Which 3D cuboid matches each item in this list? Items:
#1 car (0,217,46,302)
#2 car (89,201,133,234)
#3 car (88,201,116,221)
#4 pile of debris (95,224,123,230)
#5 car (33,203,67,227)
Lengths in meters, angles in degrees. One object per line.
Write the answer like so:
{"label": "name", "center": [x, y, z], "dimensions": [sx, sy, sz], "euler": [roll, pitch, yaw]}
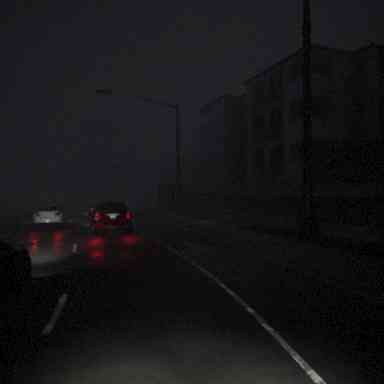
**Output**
{"label": "car", "center": [-4.385, 1.489, 6.043], "dimensions": [2.128, 1.511, 4.902], "euler": [0, 0, -13]}
{"label": "car", "center": [-4.706, 1.279, 19.124], "dimensions": [2.097, 1.767, 4.553], "euler": [0, 0, -18]}
{"label": "car", "center": [-7.560, 1.499, 27.643], "dimensions": [1.895, 1.301, 4.718], "euler": [-1, 0, -19]}
{"label": "pile of debris", "center": [-5.030, 2.099, 19.982], "dimensions": [1.500, 0.140, 1.860], "euler": [-1, 0, -18]}
{"label": "car", "center": [-9.164, 1.469, 21.568], "dimensions": [1.812, 1.442, 4.674], "euler": [0, 0, -18]}
